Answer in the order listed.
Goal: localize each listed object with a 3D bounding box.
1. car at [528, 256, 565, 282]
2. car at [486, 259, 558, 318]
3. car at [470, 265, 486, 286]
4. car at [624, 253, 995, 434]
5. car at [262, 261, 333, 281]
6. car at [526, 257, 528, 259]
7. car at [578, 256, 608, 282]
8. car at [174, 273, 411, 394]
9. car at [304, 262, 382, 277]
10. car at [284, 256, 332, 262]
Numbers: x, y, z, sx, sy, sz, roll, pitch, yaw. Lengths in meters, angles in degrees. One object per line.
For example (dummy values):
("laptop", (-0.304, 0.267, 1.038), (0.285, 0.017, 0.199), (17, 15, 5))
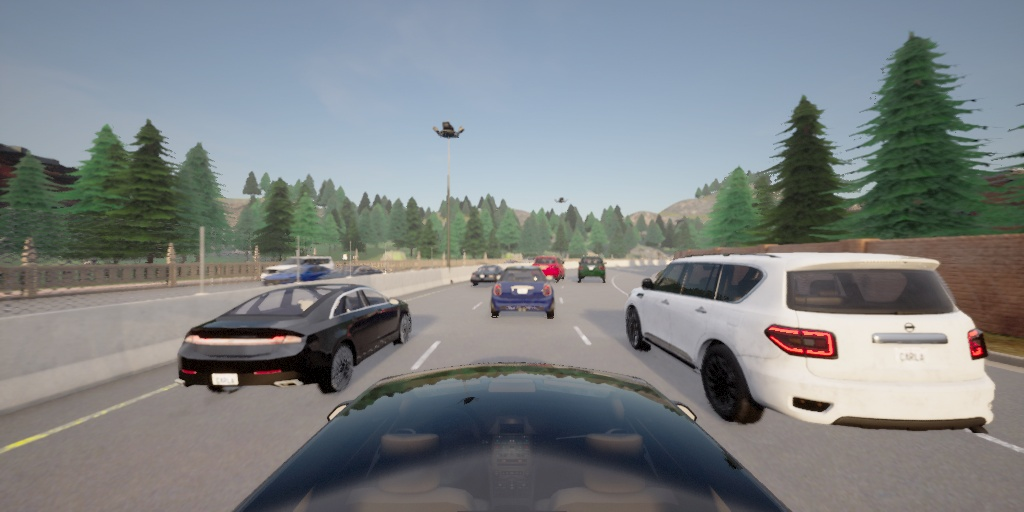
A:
("car", (3.126, 1.058, 29.931), (2.150, 2.045, 5.566), (0, 0, 14))
("car", (0.460, 1.138, 13.428), (2.097, 1.767, 4.553), (0, 0, 4))
("car", (-1.433, 1.370, 25.756), (2.033, 1.411, 5.357), (0, 0, 12))
("car", (3.618, 0.986, 5.894), (2.150, 2.045, 5.566), (0, 0, 1))
("car", (-12.885, 1.287, 22.146), (1.882, 1.535, 5.008), (0, 0, 9))
("car", (3.251, 1.166, 64.925), (2.150, 2.045, 5.566), (0, 0, 33))
("car", (6.749, 1.059, 30.008), (2.150, 2.045, 5.566), (0, 0, 15))
("car", (-3.359, 1.256, 6.683), (2.128, 1.511, 4.902), (0, 0, 1))
("car", (-9.471, 1.298, 21.200), (2.128, 1.511, 4.902), (0, 0, 8))
("car", (-15.644, 1.046, 26.787), (2.150, 2.045, 5.566), (0, 0, 11))
